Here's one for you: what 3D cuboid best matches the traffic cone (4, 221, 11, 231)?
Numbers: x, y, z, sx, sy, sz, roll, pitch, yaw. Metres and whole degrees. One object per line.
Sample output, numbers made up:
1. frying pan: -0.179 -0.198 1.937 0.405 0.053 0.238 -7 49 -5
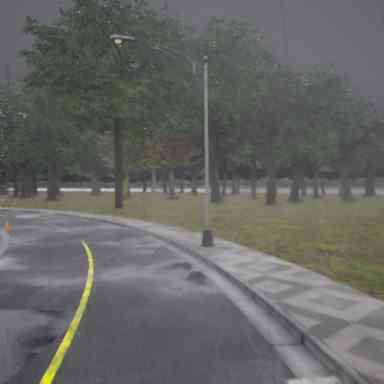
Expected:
1. traffic cone: -11.135 2.036 20.110 0.340 0.580 0.340 -1 1 -17
